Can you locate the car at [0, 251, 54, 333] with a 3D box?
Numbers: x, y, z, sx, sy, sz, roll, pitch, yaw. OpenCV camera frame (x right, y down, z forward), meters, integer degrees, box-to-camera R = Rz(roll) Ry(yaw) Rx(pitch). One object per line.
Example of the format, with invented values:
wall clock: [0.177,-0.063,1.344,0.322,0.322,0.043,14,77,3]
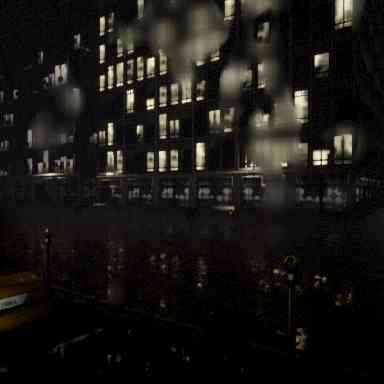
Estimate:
car: [-4.456,1.526,6.033,4.829,1.417,1.752,0,0,35]
